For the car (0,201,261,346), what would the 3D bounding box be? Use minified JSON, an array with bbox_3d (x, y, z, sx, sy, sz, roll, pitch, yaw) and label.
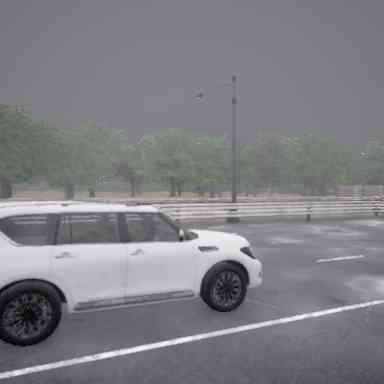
[{"bbox_3d":[-1.384,1.199,6.363,5.566,2.045,2.150,0,0,-24],"label":"car"}]
